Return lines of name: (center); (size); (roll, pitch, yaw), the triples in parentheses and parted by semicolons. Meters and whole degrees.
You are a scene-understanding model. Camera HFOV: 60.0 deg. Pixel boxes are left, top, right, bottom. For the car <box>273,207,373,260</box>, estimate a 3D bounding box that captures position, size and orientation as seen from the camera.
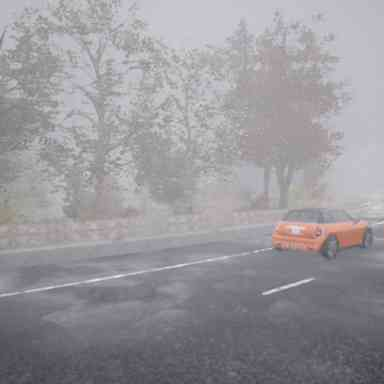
car: (5.127, 1.360, 12.792); (4.553, 1.767, 2.097); (0, 0, -42)
